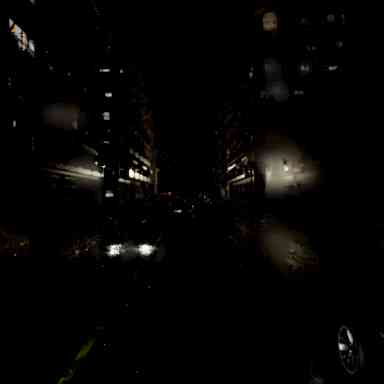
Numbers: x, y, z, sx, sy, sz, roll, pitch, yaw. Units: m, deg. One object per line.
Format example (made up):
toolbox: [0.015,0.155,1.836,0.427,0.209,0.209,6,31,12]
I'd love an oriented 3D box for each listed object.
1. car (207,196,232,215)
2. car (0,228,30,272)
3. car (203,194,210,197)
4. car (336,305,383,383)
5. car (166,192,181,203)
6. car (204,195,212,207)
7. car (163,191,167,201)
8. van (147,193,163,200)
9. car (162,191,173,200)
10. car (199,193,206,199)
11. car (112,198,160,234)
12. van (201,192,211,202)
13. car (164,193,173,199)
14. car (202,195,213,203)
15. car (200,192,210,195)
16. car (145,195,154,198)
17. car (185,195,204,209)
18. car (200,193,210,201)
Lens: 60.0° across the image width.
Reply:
car: [2.707,1.339,30.964,1.887,1.381,4.507,1,0,0]
car: [-5.676,1.471,7.947,1.752,1.417,4.829,1,0,0]
car: [2.707,1.285,42.356,1.947,1.339,4.313,1,0,0]
car: [2.704,1.549,2.482,1.947,1.339,4.313,1,0,0]
car: [-3.041,1.110,59.550,1.837,1.490,4.892,0,0,1]
car: [2.707,1.323,36.660,1.947,1.339,4.313,1,0,0]
car: [-5.670,1.120,65.080,2.008,1.369,4.403,1,0,0]
van: [-5.668,1.023,47.989,1.690,1.788,3.998,1,0,0]
car: [-5.665,0.810,76.471,2.192,1.841,5.009,1,0,0]
car: [2.712,1.002,87.926,1.802,1.307,4.206,1,0,0]
car: [-3.098,1.353,18.567,1.882,1.535,5.008,0,0,0]
van: [2.714,0.910,65.140,1.690,1.788,3.998,1,0,0]
car: [-5.669,1.002,82.169,1.887,1.381,4.507,1,0,0]
car: [2.709,1.188,59.445,1.802,1.307,4.206,1,0,0]
car: [2.709,1.195,53.749,2.008,1.369,4.403,1,0,0]
car: [-5.674,1.323,36.598,1.947,1.339,4.313,1,0,0]
car: [0.103,1.330,40.743,1.895,1.301,4.718,0,0,0]
car: [2.713,0.972,70.837,1.967,1.590,4.097,1,0,0]
